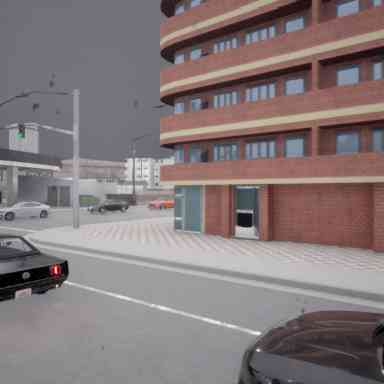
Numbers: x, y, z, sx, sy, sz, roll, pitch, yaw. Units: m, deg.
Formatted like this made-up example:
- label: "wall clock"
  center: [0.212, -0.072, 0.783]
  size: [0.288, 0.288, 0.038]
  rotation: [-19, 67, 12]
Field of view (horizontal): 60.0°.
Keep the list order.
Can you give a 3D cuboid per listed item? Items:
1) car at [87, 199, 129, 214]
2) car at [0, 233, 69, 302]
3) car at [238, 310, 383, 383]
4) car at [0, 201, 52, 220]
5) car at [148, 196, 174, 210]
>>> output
- label: "car"
  center: [-8.916, 1.509, 35.602]
  size: [2.128, 1.511, 4.902]
  rotation: [0, 0, 35]
- label: "car"
  center: [-4.939, 1.599, 7.503]
  size: [4.718, 1.301, 1.895]
  rotation: [0, 0, 36]
- label: "car"
  center: [2.641, 1.514, 2.111]
  size: [4.892, 1.490, 1.837]
  rotation: [0, 0, 35]
- label: "car"
  center: [-14.142, 1.523, 27.958]
  size: [1.812, 1.442, 4.674]
  rotation: [0, 0, 34]
- label: "car"
  center: [-3.679, 1.389, 43.190]
  size: [2.097, 1.767, 4.553]
  rotation: [0, 0, 35]
